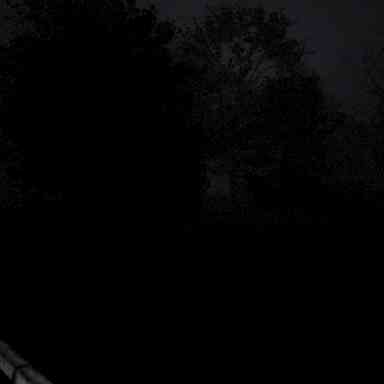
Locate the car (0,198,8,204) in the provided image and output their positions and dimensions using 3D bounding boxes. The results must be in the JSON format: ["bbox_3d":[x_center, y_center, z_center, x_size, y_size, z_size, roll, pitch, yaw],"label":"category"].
[{"bbox_3d":[-37.778,1.656,63.990,4.892,1.490,1.837,0,0,11],"label":"car"}]

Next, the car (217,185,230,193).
[{"bbox_3d":[7.946,-0.909,89.948,5.566,2.045,2.435,-4,2,-33],"label":"car"}]

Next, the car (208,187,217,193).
[{"bbox_3d":[3.115,-0.323,86.766,5.366,1.575,1.946,-4,2,-33],"label":"car"}]
